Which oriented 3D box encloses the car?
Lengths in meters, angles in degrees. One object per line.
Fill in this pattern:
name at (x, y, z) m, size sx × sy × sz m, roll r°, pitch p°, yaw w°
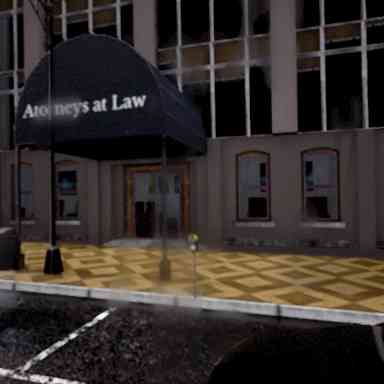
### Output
car at (2.384, 1.538, 2.208) m, size 4.674 × 1.442 × 1.812 m, roll 0°, pitch 0°, yaw 16°
